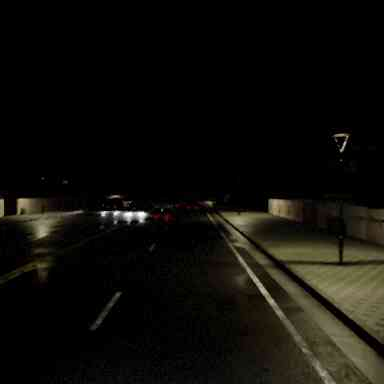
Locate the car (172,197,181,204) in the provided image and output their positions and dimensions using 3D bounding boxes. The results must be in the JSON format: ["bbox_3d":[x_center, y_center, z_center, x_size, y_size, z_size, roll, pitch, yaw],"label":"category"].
[{"bbox_3d":[-3.141,1.636,62.581,1.895,1.301,4.718,0,0,0],"label":"car"}]

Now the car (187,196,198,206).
[{"bbox_3d":[0.108,1.521,56.699,2.128,1.511,4.902,0,0,0],"label":"car"}]

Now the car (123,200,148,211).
[{"bbox_3d":[-6.579,1.614,40.318,1.895,1.301,4.718,0,0,0],"label":"car"}]

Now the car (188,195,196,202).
[{"bbox_3d":[0.012,1.577,79.448,1.812,1.442,4.674,0,0,0],"label":"car"}]

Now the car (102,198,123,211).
[{"bbox_3d":[-9.824,1.521,41.548,1.837,1.490,4.892,0,-1,0],"label":"car"}]

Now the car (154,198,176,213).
[{"bbox_3d":[-3.145,1.612,37.352,1.895,1.301,4.718,0,0,0],"label":"car"}]
